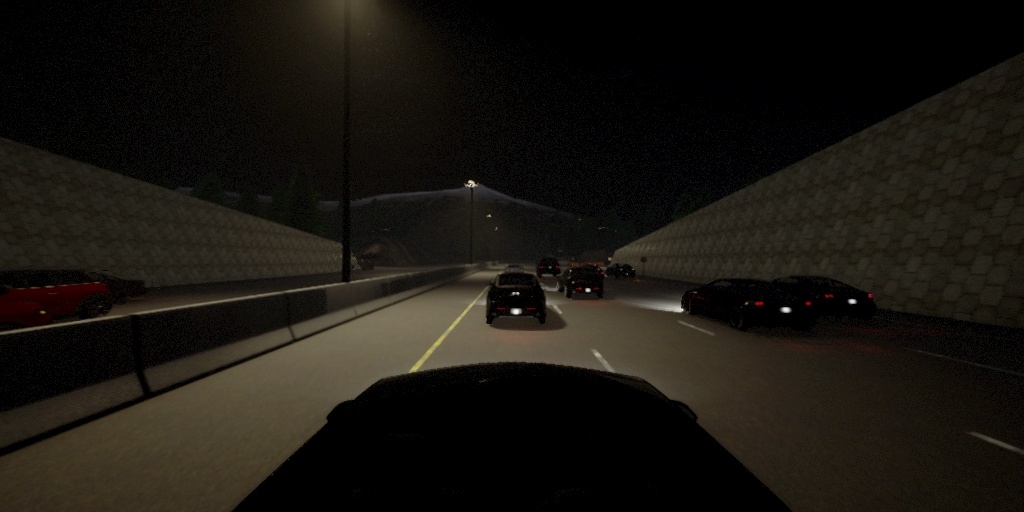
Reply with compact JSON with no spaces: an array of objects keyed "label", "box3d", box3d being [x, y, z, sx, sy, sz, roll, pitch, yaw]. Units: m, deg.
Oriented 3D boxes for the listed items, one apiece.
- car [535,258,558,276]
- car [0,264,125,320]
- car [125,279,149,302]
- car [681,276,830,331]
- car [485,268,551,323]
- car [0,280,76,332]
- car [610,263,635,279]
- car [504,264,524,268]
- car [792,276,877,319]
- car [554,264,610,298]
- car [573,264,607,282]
[{"label":"car","box3d":[3.701,1.205,37.464,2.150,2.045,5.566,0,0,0]},{"label":"car","box3d":[-14.081,1.129,9.700,2.097,1.767,4.553,0,0,0]},{"label":"car","box3d":[-17.569,1.346,13.986,2.033,1.411,5.357,0,0,0]},{"label":"car","box3d":[7.123,1.386,11.317,1.994,1.385,4.181,0,0,0]},{"label":"car","box3d":[0.126,1.323,12.519,1.837,1.490,4.892,0,0,0]},{"label":"car","box3d":[-10.581,1.283,5.569,1.812,1.442,4.674,0,0,0]},{"label":"car","box3d":[10.693,1.472,35.675,2.128,1.511,4.902,0,0,0]},{"label":"car","box3d":[0.194,1.489,35.614,1.812,1.442,4.674,0,0,0]},{"label":"car","box3d":[10.627,1.403,13.195,1.994,1.385,4.181,0,0,0]},{"label":"car","box3d":[3.647,1.375,19.593,1.837,1.490,4.892,0,0,0]},{"label":"car","box3d":[7.188,1.509,33.463,2.033,1.411,5.357,0,0,0]}]
